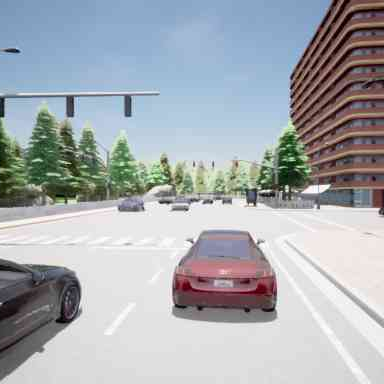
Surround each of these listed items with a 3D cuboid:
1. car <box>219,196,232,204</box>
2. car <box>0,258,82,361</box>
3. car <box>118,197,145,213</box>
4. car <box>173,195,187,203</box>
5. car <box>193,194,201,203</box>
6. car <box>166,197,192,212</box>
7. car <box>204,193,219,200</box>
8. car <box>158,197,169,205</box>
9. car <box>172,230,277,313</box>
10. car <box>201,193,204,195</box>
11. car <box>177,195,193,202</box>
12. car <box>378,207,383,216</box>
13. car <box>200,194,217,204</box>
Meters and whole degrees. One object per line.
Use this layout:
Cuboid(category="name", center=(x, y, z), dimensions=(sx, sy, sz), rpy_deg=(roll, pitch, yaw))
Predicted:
Cuboid(category="car", center=(6.882, 1.491, 64.494), dimensions=(2.128, 1.511, 4.902), rpy_deg=(0, 0, 8))
Cuboid(category="car", center=(-3.136, 1.526, 4.295), dimensions=(1.812, 1.442, 4.674), rpy_deg=(0, 0, 7))
Cuboid(category="car", center=(-6.807, 1.357, 37.627), dimensions=(2.097, 1.767, 4.553), rpy_deg=(0, 0, 6))
Cuboid(category="car", center=(-2.580, 1.500, 72.682), dimensions=(1.837, 1.490, 4.892), rpy_deg=(0, 0, 11))
Cuboid(category="car", center=(0.223, 1.596, 68.974), dimensions=(1.895, 1.301, 4.718), rpy_deg=(0, 0, 8))
Cuboid(category="car", center=(-1.559, 1.614, 39.263), dimensions=(1.895, 1.301, 4.718), rpy_deg=(0, 0, -9))
Cuboid(category="car", center=(5.676, 1.539, 83.648), dimensions=(2.033, 1.411, 5.357), rpy_deg=(0, 0, 29))
Cuboid(category="car", center=(-4.589, 1.601, 58.371), dimensions=(1.895, 1.301, 4.718), rpy_deg=(0, 0, 6))
Cuboid(category="car", center=(0.771, 1.564, 7.788), dimensions=(1.994, 1.385, 4.181), rpy_deg=(0, 0, 6))
Cuboid(category="car", center=(3.598, 1.217, 86.924), dimensions=(2.150, 2.045, 5.566), rpy_deg=(0, 0, 32))
Cuboid(category="car", center=(-1.517, 1.564, 54.214), dimensions=(1.994, 1.385, 4.181), rpy_deg=(0, 0, 6))
Cuboid(category="car", center=(19.230, 1.619, 29.983), dimensions=(4.181, 1.385, 1.994), rpy_deg=(0, 0, 6))
Cuboid(category="car", center=(3.180, 1.601, 63.401), dimensions=(1.895, 1.301, 4.718), rpy_deg=(0, 0, 7))
